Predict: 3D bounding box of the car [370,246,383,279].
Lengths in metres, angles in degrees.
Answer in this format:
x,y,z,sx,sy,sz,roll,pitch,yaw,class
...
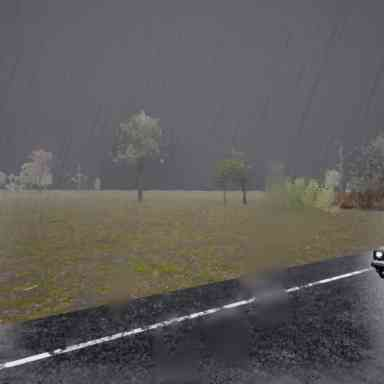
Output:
x,y,z,sx,sy,sz,roll,pitch,yaw,class
6.723,1.605,8.767,4.718,1.301,1.895,0,0,-35,car
